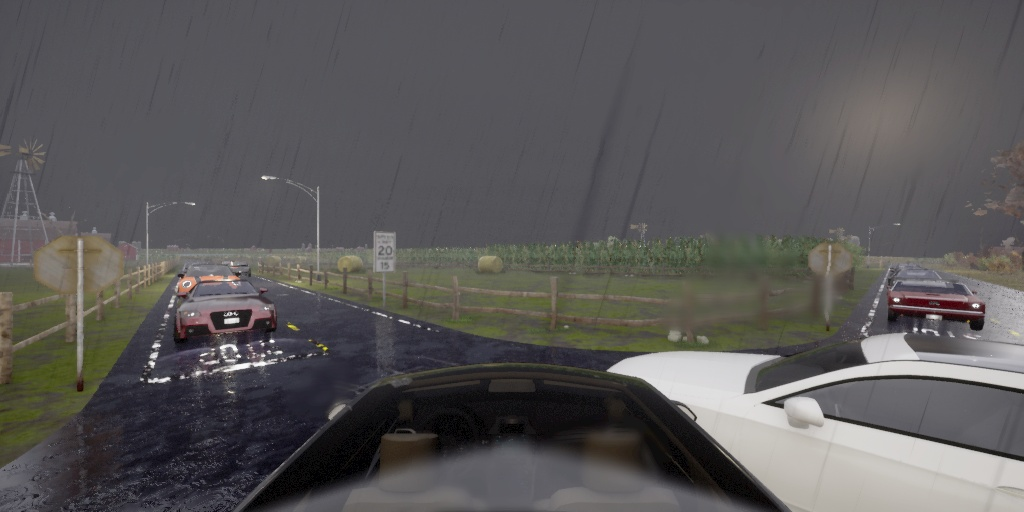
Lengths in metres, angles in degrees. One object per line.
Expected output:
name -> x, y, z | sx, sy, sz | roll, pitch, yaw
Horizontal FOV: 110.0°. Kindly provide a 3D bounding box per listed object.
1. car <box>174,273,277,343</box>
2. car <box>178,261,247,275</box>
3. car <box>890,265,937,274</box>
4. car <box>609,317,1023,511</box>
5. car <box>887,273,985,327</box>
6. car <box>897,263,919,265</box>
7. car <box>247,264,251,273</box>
car -> -8.000, 1.356, 9.965 | 1.994, 1.385, 4.181 | 0, 0, -43
car -> -13.816, 1.143, 16.413 | 2.097, 1.767, 4.553 | 0, 0, -42
car -> 20.485, 1.369, 18.182 | 5.357, 1.411, 2.033 | 0, 1, -43
car -> 2.827, 1.294, 2.446 | 1.812, 1.442, 4.674 | 0, 1, -44
car -> 13.449, 1.402, 11.574 | 4.718, 1.301, 1.895 | 0, 1, -43
car -> 27.201, 1.409, 24.479 | 4.181, 1.385, 1.994 | 0, 1, -43
car -> -27.201, 1.290, 35.559 | 2.128, 1.511, 4.902 | 0, 0, -42
